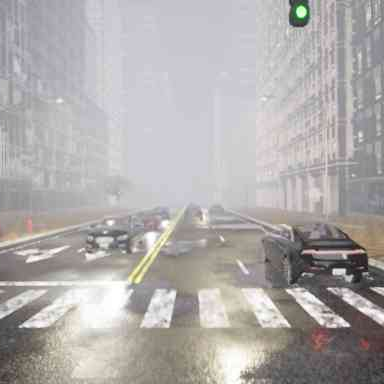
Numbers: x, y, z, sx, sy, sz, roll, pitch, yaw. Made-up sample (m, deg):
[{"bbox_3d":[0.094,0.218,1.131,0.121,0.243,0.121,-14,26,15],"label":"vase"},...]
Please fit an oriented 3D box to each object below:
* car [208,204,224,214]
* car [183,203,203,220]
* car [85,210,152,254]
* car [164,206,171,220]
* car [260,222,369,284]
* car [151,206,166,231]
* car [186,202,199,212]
[{"bbox_3d":[3.299,2.297,45.327,1.994,1.385,4.181,-1,-1,0],"label":"car"},{"bbox_3d":[0.138,2.087,35.084,2.128,1.511,4.902,-1,-1,0],"label":"car"},{"bbox_3d":[-3.331,1.790,15.091,2.128,1.511,4.902,-1,-1,0],"label":"car"},{"bbox_3d":[-3.215,2.178,34.325,1.994,1.385,4.181,-1,-1,0],"label":"car"},{"bbox_3d":[3.357,1.644,10.018,2.128,1.511,4.902,-1,-1,0],"label":"car"},{"bbox_3d":[-3.299,2.014,24.300,1.994,1.385,4.181,-1,-1,0],"label":"car"},{"bbox_3d":[0.138,2.452,54.204,2.033,1.411,5.357,-1,-1,0],"label":"car"}]
